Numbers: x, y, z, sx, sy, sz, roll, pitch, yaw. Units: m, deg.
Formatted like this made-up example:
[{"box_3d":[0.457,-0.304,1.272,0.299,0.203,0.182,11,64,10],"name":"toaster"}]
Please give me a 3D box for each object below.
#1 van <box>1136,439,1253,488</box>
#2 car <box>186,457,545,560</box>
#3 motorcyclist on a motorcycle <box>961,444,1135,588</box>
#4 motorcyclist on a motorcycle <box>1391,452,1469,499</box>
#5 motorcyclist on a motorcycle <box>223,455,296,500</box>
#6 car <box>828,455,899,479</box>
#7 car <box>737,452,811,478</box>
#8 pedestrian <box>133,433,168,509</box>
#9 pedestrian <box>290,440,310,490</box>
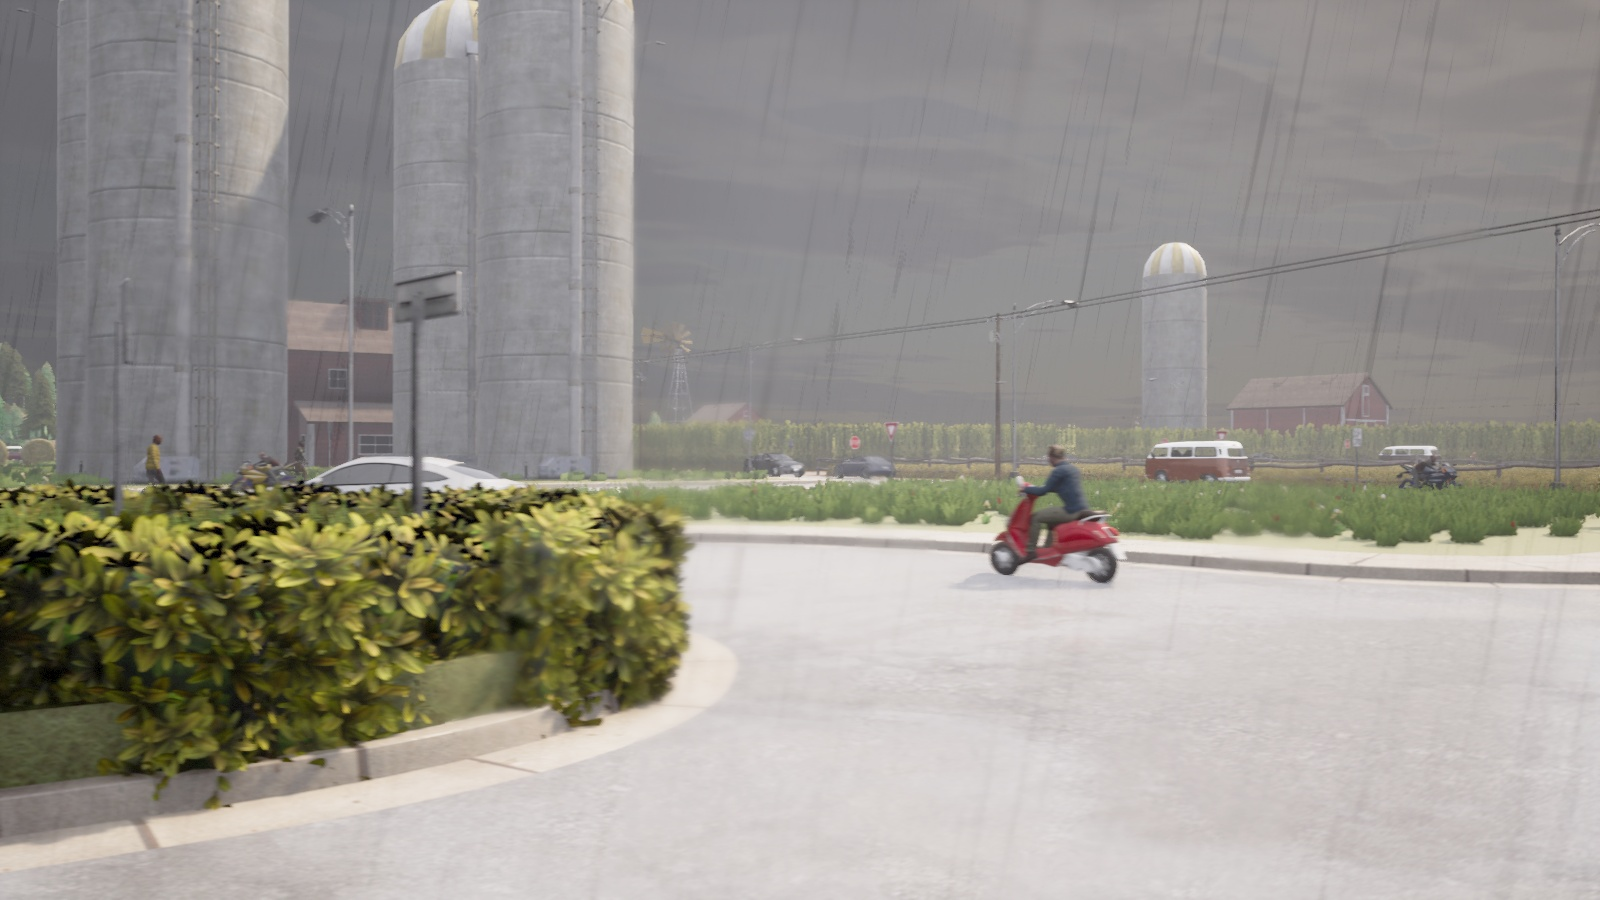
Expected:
[{"box_3d":[17.008,0.565,54.282,2.069,2.038,4.480,0,0,-35],"name":"van"},{"box_3d":[-6.308,0.829,18.583,4.674,1.442,1.812,0,0,2],"name":"car"},{"box_3d":[2.897,0.728,14.787,1.817,1.590,0.866,0,0,44],"name":"motorcyclist on a motorcycle"},{"box_3d":[21.157,0.838,42.194,0.866,1.530,2.191,0,0,-35],"name":"motorcyclist on a motorcycle"},{"box_3d":[-18.745,0.926,43.601,2.191,1.530,0.866,0,0,-36],"name":"motorcyclist on a motorcycle"},{"box_3d":[3.679,0.981,73.538,1.994,1.385,4.181,0,0,-35],"name":"car"},{"box_3d":[-1.610,0.888,75.068,2.128,1.511,4.902,0,0,-34],"name":"car"},{"box_3d":[-15.976,0.510,30.896,0.726,1.835,0.370,0,0,-36],"name":"pedestrian"},{"box_3d":[-19.453,0.561,48.831,0.692,1.930,0.395,0,0,-26],"name":"pedestrian"}]
